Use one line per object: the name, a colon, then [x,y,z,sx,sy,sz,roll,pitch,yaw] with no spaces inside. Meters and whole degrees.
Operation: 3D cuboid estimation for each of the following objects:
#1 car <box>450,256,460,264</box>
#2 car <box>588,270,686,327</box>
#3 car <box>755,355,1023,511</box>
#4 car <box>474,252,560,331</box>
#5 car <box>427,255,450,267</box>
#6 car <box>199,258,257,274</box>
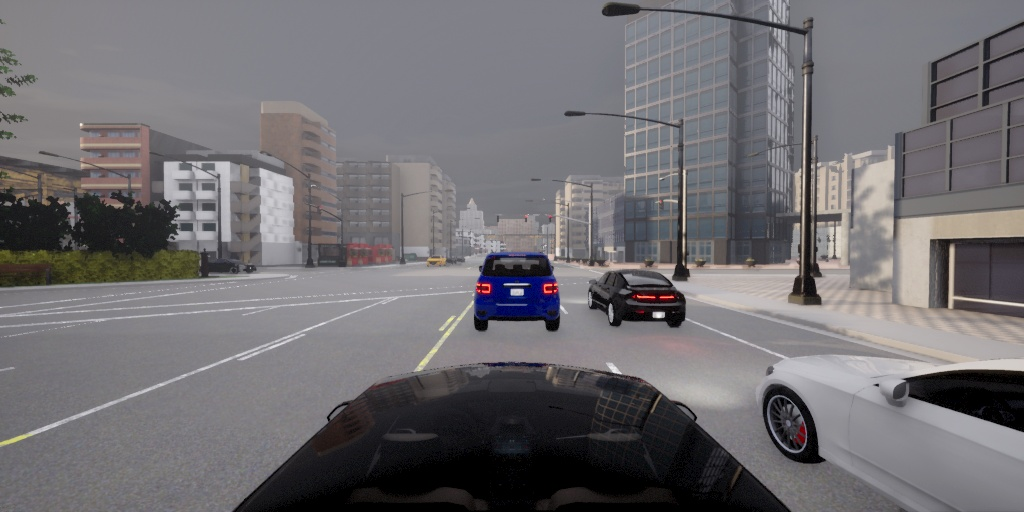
car: [-10.299,0.704,58.874,1.895,1.301,4.718,0,0,1]
car: [3.646,1.166,11.210,1.837,1.490,4.892,0,1,1]
car: [3.599,1.274,1.996,1.812,1.442,4.674,0,0,0]
car: [0.134,0.885,10.846,2.150,2.045,5.566,0,1,0]
car: [-10.348,0.630,49.441,1.882,1.535,5.008,0,0,1]
car: [-25.497,0.906,32.246,4.181,1.385,1.994,0,1,1]
